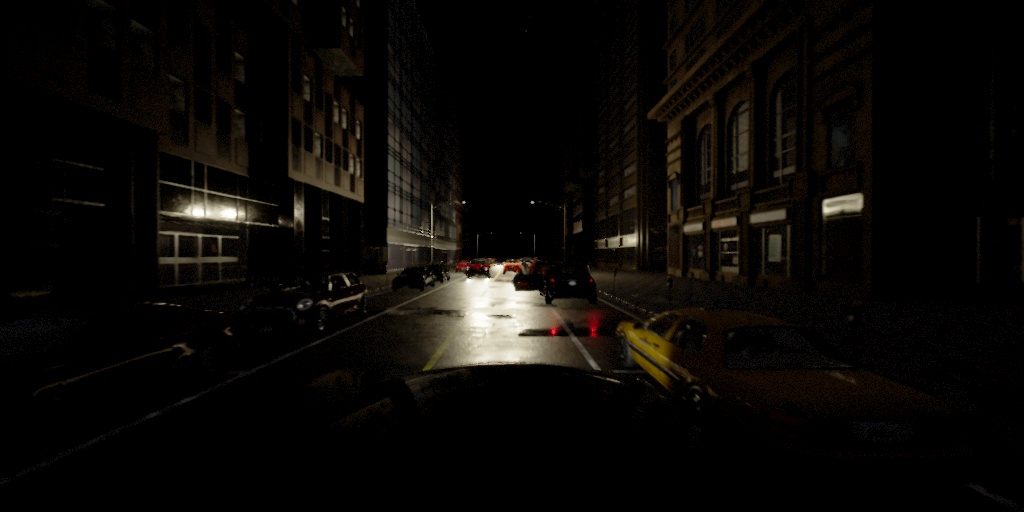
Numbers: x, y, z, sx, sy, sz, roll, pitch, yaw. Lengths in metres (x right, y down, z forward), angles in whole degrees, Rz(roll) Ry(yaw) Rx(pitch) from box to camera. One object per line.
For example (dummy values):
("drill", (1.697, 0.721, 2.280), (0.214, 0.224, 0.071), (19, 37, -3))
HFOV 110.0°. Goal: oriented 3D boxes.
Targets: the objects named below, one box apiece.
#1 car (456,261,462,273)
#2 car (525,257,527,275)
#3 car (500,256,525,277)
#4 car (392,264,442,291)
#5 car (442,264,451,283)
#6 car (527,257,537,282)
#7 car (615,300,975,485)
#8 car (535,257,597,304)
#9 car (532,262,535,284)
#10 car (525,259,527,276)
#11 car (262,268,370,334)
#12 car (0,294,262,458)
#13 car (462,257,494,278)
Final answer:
("car", (-5.745, 1.262, 44.016), (1.888, 1.381, 4.507), (0, 0, 0))
("car", (2.780, 1.157, 44.023), (1.967, 1.591, 4.097), (0, 0, 0))
("car", (0.063, 1.071, 40.029), (2.097, 1.767, 4.553), (0, 0, 0))
("car", (-5.754, 1.297, 21.607), (1.948, 1.339, 4.313), (0, 0, 0))
("car", (-5.752, 1.292, 27.209), (1.948, 1.339, 4.313), (0, 0, 0))
("car", (2.776, 1.038, 32.820), (2.192, 1.841, 5.009), (0, 0, 0))
("car", (2.764, 1.272, 4.982), (1.751, 1.417, 4.829), (0, 0, 0))
("car", (2.395, 1.087, 16.321), (2.097, 1.767, 4.553), (0, 0, 0))
("car", (2.773, 1.308, 27.219), (1.802, 1.307, 4.207), (0, 0, 0))
("car", (2.778, 1.286, 38.422), (1.948, 1.339, 4.313), (0, 0, 0))
("car", (-5.759, 1.181, 10.403), (1.967, 1.591, 4.097), (0, 0, 0))
("car", (-5.761, 1.329, 4.802), (1.802, 1.307, 4.207), (0, 0, 0))
("car", (-3.079, 1.075, 33.565), (2.097, 1.767, 4.553), (0, 0, 0))
